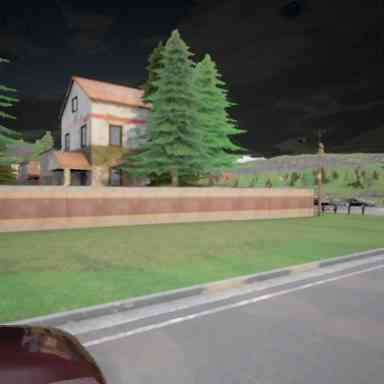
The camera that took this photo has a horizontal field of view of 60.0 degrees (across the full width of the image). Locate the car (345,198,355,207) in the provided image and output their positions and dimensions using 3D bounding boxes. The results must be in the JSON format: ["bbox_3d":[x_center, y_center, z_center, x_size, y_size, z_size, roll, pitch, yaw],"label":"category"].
[{"bbox_3d":[19.067,1.566,45.507,2.128,1.511,4.902,0,0,-36],"label":"car"}]

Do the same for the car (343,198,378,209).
[{"bbox_3d":[24.955,1.651,49.316,1.994,1.385,4.181,0,0,-36],"label":"car"}]

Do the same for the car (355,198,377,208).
[{"bbox_3d":[22.846,1.586,46.259,1.837,1.490,4.892,0,0,-36],"label":"car"}]

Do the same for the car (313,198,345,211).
[{"bbox_3d":[16.538,1.546,43.032,1.882,1.535,5.008,0,0,-36],"label":"car"}]

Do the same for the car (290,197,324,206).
[{"bbox_3d":[19.552,1.634,56.815,2.033,1.411,5.357,0,0,-36],"label":"car"}]

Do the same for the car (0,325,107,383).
[{"bbox_3d":[-2.574,1.562,1.969,4.181,1.385,1.994,0,0,-35],"label":"car"}]
